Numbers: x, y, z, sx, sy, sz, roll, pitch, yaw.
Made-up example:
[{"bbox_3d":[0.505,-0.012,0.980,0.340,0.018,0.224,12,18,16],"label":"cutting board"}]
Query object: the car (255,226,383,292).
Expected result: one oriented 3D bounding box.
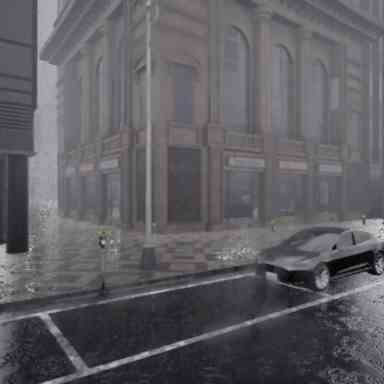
[{"bbox_3d":[3.670,1.648,9.156,4.313,1.339,1.947,1,-1,-35],"label":"car"}]
